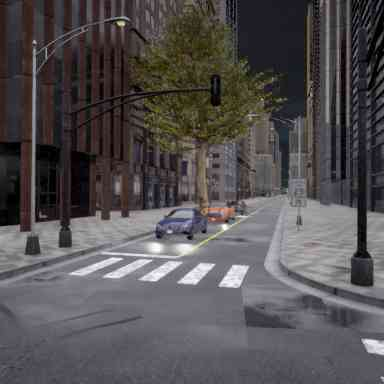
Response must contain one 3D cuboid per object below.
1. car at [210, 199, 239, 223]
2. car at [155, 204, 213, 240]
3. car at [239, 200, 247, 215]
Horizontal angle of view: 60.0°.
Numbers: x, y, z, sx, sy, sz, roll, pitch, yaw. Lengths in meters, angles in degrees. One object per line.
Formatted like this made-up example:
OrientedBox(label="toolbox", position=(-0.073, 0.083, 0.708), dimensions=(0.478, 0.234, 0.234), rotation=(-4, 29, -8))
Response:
OrientedBox(label="car", position=(2.229, 1.499, 27.240), dimensions=(2.097, 1.767, 4.553), rotation=(0, 0, 16))
OrientedBox(label="car", position=(-0.414, 1.619, 17.922), dimensions=(1.812, 1.442, 4.674), rotation=(0, 0, 16))
OrientedBox(label="car", position=(5.061, 1.718, 37.197), dimensions=(1.837, 1.490, 4.892), rotation=(0, 0, 16))
